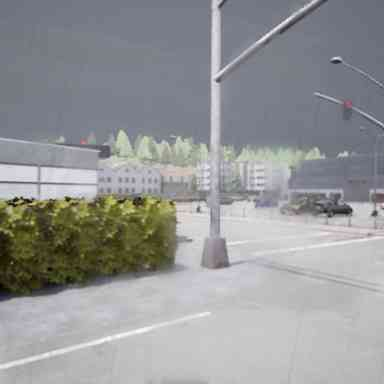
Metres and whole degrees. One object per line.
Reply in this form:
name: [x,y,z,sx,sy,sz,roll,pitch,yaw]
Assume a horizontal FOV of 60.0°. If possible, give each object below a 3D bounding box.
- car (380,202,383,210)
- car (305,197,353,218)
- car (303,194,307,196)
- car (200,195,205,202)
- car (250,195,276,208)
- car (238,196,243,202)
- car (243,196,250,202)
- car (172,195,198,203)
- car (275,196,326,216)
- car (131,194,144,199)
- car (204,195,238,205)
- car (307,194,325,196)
car: [26.406,1.644,43.570,3.806,1.475,1.970,0,0,-35]
car: [12.853,1.496,30.467,4.514,1.523,2.007,0,0,-35]
car: [21.675,1.378,62.839,3.866,1.878,1.905,0,0,-35]
car: [2.538,1.559,77.378,4.514,1.523,2.007,0,0,-35]
car: [10.529,1.519,47.115,3.633,1.501,1.845,0,0,-35]
car: [10.415,1.533,78.408,3.806,1.475,1.970,0,0,-35]
car: [14.353,1.455,73.331,5.027,1.636,2.152,0,0,-35]
car: [-1.699,1.302,65.958,4.605,1.855,1.932,0,0,-35]
car: [11.015,1.487,33.009,5.027,1.636,2.152,0,0,-35]
car: [-8.632,1.519,61.073,3.806,1.475,1.970,0,0,-35]
car: [4.845,1.498,55.334,4.514,1.523,2.007,0,0,-35]
car: [23.676,1.400,60.692,4.605,1.855,1.932,0,0,-35]
